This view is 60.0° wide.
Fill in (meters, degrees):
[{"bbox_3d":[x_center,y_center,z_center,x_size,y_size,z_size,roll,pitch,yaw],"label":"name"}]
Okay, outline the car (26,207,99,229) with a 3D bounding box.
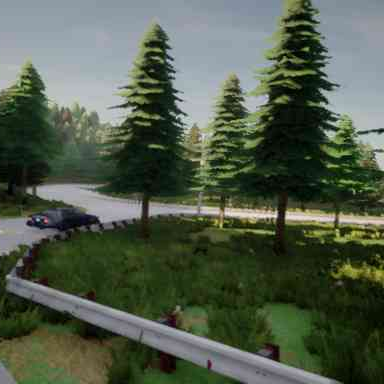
[{"bbox_3d":[-8.277,1.717,21.948,2.033,1.411,5.357,5,1,18],"label":"car"}]
